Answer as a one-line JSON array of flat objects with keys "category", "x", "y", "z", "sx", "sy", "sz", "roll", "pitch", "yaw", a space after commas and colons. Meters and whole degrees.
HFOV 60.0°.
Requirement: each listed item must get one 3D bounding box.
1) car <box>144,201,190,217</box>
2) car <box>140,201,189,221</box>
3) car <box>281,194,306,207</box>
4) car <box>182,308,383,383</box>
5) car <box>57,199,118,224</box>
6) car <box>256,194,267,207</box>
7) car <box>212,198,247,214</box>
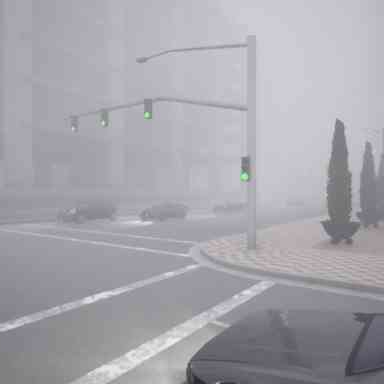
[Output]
[{"category": "car", "x": -2.376, "y": 1.603, "z": 32.927, "sx": 1.895, "sy": 1.301, "sz": 4.718, "roll": 0, "pitch": 0, "yaw": 36}, {"category": "car", "x": -2.282, "y": 1.566, "z": 27.078, "sx": 1.994, "sy": 1.385, "sz": 4.181, "roll": 0, "pitch": 0, "yaw": 36}, {"category": "car", "x": 16.261, "y": 1.528, "z": 52.607, "sx": 1.812, "sy": 1.442, "sz": 4.674, "roll": 0, "pitch": 0, "yaw": 36}, {"category": "car", "x": 2.479, "y": 1.547, "z": 2.195, "sx": 5.357, "sy": 1.411, "sz": 2.033, "roll": 0, "pitch": 0, "yaw": 36}, {"category": "car", "x": -7.891, "y": 1.355, "z": 25.291, "sx": 2.097, "sy": 1.767, "sz": 4.553, "roll": 0, "pitch": 0, "yaw": 36}, {"category": "car", "x": 8.586, "y": 1.480, "z": 48.063, "sx": 1.882, "sy": 1.535, "sz": 5.008, "roll": 0, "pitch": 0, "yaw": 36}, {"category": "car", "x": 4.044, "y": 1.603, "z": 35.836, "sx": 1.895, "sy": 1.301, "sz": 4.718, "roll": 0, "pitch": 0, "yaw": 36}]
